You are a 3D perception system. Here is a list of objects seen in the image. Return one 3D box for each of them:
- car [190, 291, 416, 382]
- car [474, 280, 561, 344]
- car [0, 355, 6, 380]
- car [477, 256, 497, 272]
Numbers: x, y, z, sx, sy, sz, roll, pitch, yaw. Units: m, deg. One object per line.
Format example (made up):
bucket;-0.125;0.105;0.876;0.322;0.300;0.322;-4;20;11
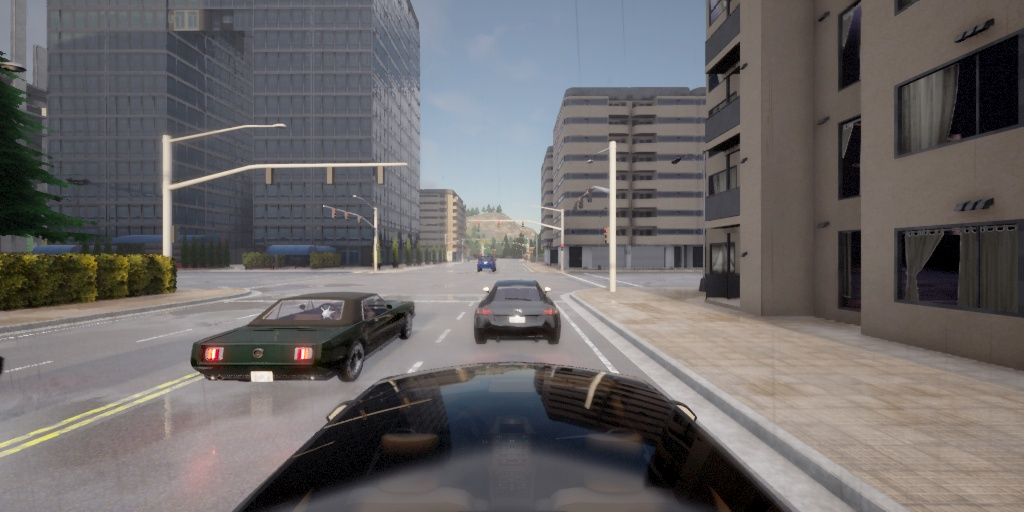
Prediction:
car;-3.380;1.351;7.094;1.895;1.301;4.718;0;0;0
car;0.132;1.314;9.571;1.994;1.385;4.181;0;0;1
car;-7.078;1.257;2.208;1.837;1.490;4.892;0;-1;1
car;-3.199;0.971;46.129;2.150;2.045;5.566;0;0;0
